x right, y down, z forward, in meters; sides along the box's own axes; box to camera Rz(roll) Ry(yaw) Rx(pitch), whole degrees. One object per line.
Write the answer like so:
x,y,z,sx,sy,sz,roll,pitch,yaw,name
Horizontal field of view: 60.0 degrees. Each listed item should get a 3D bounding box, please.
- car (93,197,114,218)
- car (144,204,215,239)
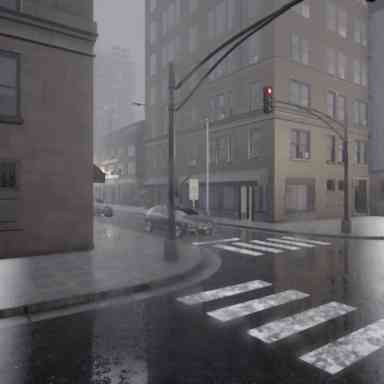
-8.206,1.209,27.565,2.097,1.767,4.553,0,0,-36,car
-0.786,1.426,17.201,1.837,1.490,4.892,0,0,-35,car
